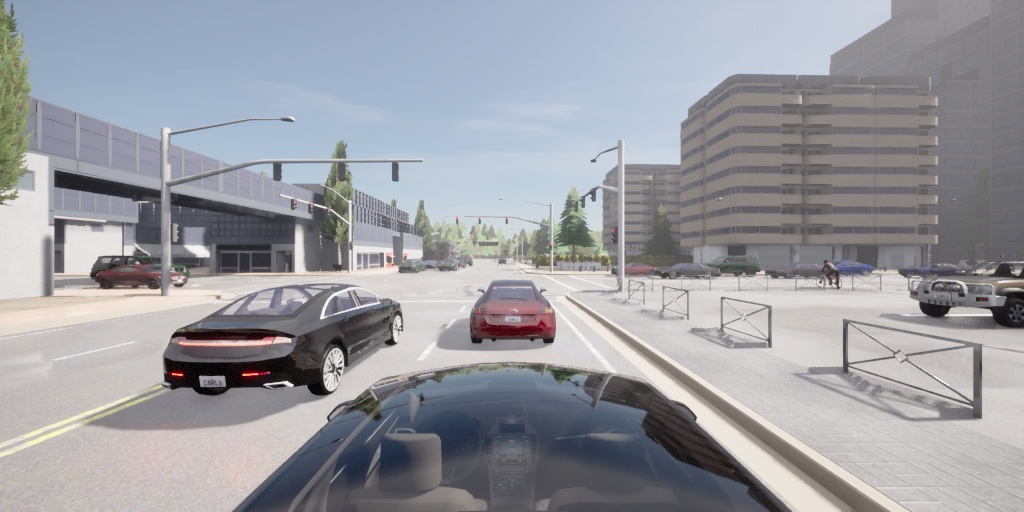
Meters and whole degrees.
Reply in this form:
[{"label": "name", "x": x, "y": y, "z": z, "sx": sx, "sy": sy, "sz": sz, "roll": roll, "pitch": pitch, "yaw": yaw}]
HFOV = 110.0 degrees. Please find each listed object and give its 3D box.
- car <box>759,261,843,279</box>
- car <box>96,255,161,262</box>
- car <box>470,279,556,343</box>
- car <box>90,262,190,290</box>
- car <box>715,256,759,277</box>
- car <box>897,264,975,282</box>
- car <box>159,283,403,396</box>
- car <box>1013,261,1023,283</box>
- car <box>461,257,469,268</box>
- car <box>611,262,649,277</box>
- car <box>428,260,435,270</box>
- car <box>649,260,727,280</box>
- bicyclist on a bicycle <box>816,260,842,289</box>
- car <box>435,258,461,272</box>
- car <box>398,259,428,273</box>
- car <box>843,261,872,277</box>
[{"label": "car", "x": 25.297, "y": 1.297, "z": 31.507, "sx": 5.357, "sy": 1.411, "sz": 2.033, "roll": 0, "pitch": 0, "yaw": -2}, {"label": "car", "x": -26.453, "y": 0.971, "z": 25.594, "sx": 5.566, "sy": 2.045, "sz": 2.150, "roll": 0, "pitch": 0, "yaw": -1}, {"label": "car", "x": 0.009, "y": 1.314, "z": 9.644, "sx": 1.994, "sy": 1.385, "sz": 4.181, "roll": 0, "pitch": 0, "yaw": 0}, {"label": "car", "x": -22.895, "y": 1.276, "z": 22.199, "sx": 4.674, "sy": 1.442, "sz": 1.812, "roll": 0, "pitch": 0, "yaw": 0}, {"label": "car", "x": 21.077, "y": 0.971, "z": 34.884, "sx": 5.566, "sy": 2.045, "sz": 2.150, "roll": 0, "pitch": 0, "yaw": -2}, {"label": "car", "x": 37.403, "y": 1.351, "z": 31.851, "sx": 4.718, "sy": 1.301, "sz": 1.895, "roll": 0, "pitch": 0, "yaw": -1}, {"label": "car", "x": -3.476, "y": 1.242, "z": 6.585, "sx": 2.128, "sy": 1.511, "sz": 4.902, "roll": 0, "pitch": 0, "yaw": 0}, {"label": "car", "x": 43.291, "y": 1.314, "z": 28.395, "sx": 4.181, "sy": 1.385, "sz": 1.994, "roll": 0, "pitch": 0, "yaw": -1}, {"label": "car", "x": -8.628, "y": 1.314, "z": 58.438, "sx": 1.994, "sy": 1.385, "sz": 4.181, "roll": 0, "pitch": 0, "yaw": -1}, {"label": "car", "x": 11.734, "y": 1.314, "z": 34.600, "sx": 4.181, "sy": 1.385, "sz": 1.994, "roll": 0, "pitch": 0, "yaw": -2}, {"label": "car", "x": -11.992, "y": 1.298, "z": 52.976, "sx": 2.033, "sy": 1.411, "sz": 5.357, "roll": 0, "pitch": 0, "yaw": -2}, {"label": "car", "x": 15.225, "y": 1.297, "z": 31.204, "sx": 5.357, "sy": 1.411, "sz": 2.033, "roll": 0, "pitch": 0, "yaw": -2}, {"label": "bicyclist on a bicycle", "x": 17.920, "y": 1.052, "z": 20.297, "sx": 0.582, "sy": 1.620, "sz": 1.656, "roll": 0, "pitch": 0, "yaw": -2}, {"label": "car", "x": -8.317, "y": 1.101, "z": 47.095, "sx": 2.097, "sy": 1.767, "sz": 4.553, "roll": 0, "pitch": 0, "yaw": -2}, {"label": "car", "x": -11.797, "y": 1.101, "z": 42.194, "sx": 2.097, "sy": 1.767, "sz": 4.553, "roll": 0, "pitch": 0, "yaw": 0}, {"label": "car", "x": 32.336, "y": 1.228, "z": 35.213, "sx": 5.008, "sy": 1.535, "sz": 1.882, "roll": 0, "pitch": 0, "yaw": -2}]
